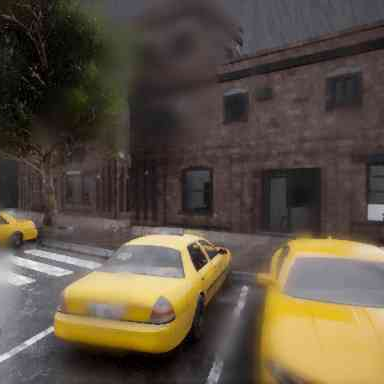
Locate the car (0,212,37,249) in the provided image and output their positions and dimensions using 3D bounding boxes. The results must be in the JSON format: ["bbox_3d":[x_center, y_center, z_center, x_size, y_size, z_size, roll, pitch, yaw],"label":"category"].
[{"bbox_3d":[-7.805,1.359,11.463,1.946,1.575,5.366,1,0,16],"label":"car"}]

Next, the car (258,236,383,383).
[{"bbox_3d":[2.036,1.484,4.674,2.097,1.535,5.008,1,0,15],"label":"car"}]

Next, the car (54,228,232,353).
[{"bbox_3d":[-0.372,1.474,6.581,1.946,1.575,5.366,1,0,16],"label":"car"}]
